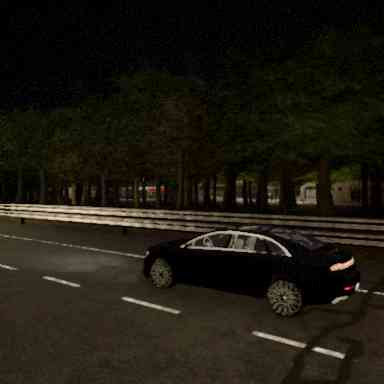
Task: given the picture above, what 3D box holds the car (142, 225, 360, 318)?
[{"bbox_3d":[1.019,1.494,7.443,4.902,1.511,2.128,0,0,36],"label":"car"}]
